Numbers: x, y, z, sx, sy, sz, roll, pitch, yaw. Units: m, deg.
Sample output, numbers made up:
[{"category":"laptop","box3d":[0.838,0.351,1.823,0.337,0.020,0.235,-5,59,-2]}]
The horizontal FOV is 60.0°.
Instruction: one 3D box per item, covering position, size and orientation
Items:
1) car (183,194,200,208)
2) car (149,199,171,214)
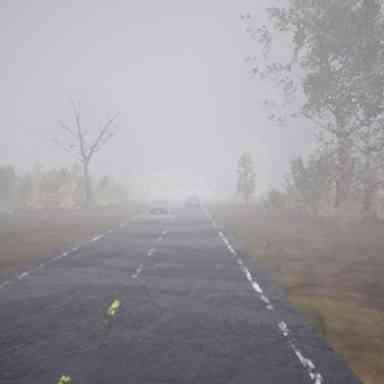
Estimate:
[{"category":"car","box3d":[0.104,1.375,45.050,1.994,1.385,4.181,0,0,0]},{"category":"car","box3d":[-3.094,1.408,33.176,2.033,1.411,5.357,0,0,0]}]
